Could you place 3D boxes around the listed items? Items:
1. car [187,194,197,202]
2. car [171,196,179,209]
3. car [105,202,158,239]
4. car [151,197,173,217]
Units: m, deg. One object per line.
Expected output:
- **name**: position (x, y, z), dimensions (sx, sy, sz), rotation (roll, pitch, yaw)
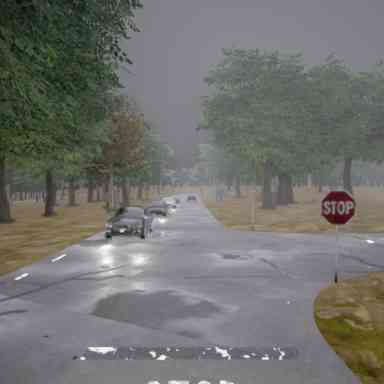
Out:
- **car**: position (-0.038, 1.266, 67.575), dimensions (1.837, 1.490, 4.892), rotation (0, 0, 0)
- **car**: position (-3.114, 1.428, 44.391), dimensions (1.812, 1.442, 4.674), rotation (0, 0, 0)
- **car**: position (-3.104, 1.473, 17.167), dimensions (1.837, 1.490, 4.892), rotation (1, 0, 0)
- **car**: position (-3.116, 1.500, 30.557), dimensions (2.033, 1.411, 5.357), rotation (0, 0, 0)
